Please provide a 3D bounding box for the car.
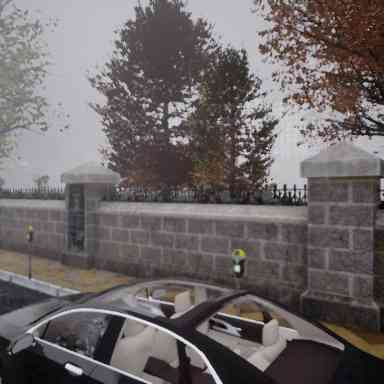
[{"bbox_3d":[-0.429,1.549,3.184,4.403,1.369,2.008,0,0,36],"label":"car"}]
